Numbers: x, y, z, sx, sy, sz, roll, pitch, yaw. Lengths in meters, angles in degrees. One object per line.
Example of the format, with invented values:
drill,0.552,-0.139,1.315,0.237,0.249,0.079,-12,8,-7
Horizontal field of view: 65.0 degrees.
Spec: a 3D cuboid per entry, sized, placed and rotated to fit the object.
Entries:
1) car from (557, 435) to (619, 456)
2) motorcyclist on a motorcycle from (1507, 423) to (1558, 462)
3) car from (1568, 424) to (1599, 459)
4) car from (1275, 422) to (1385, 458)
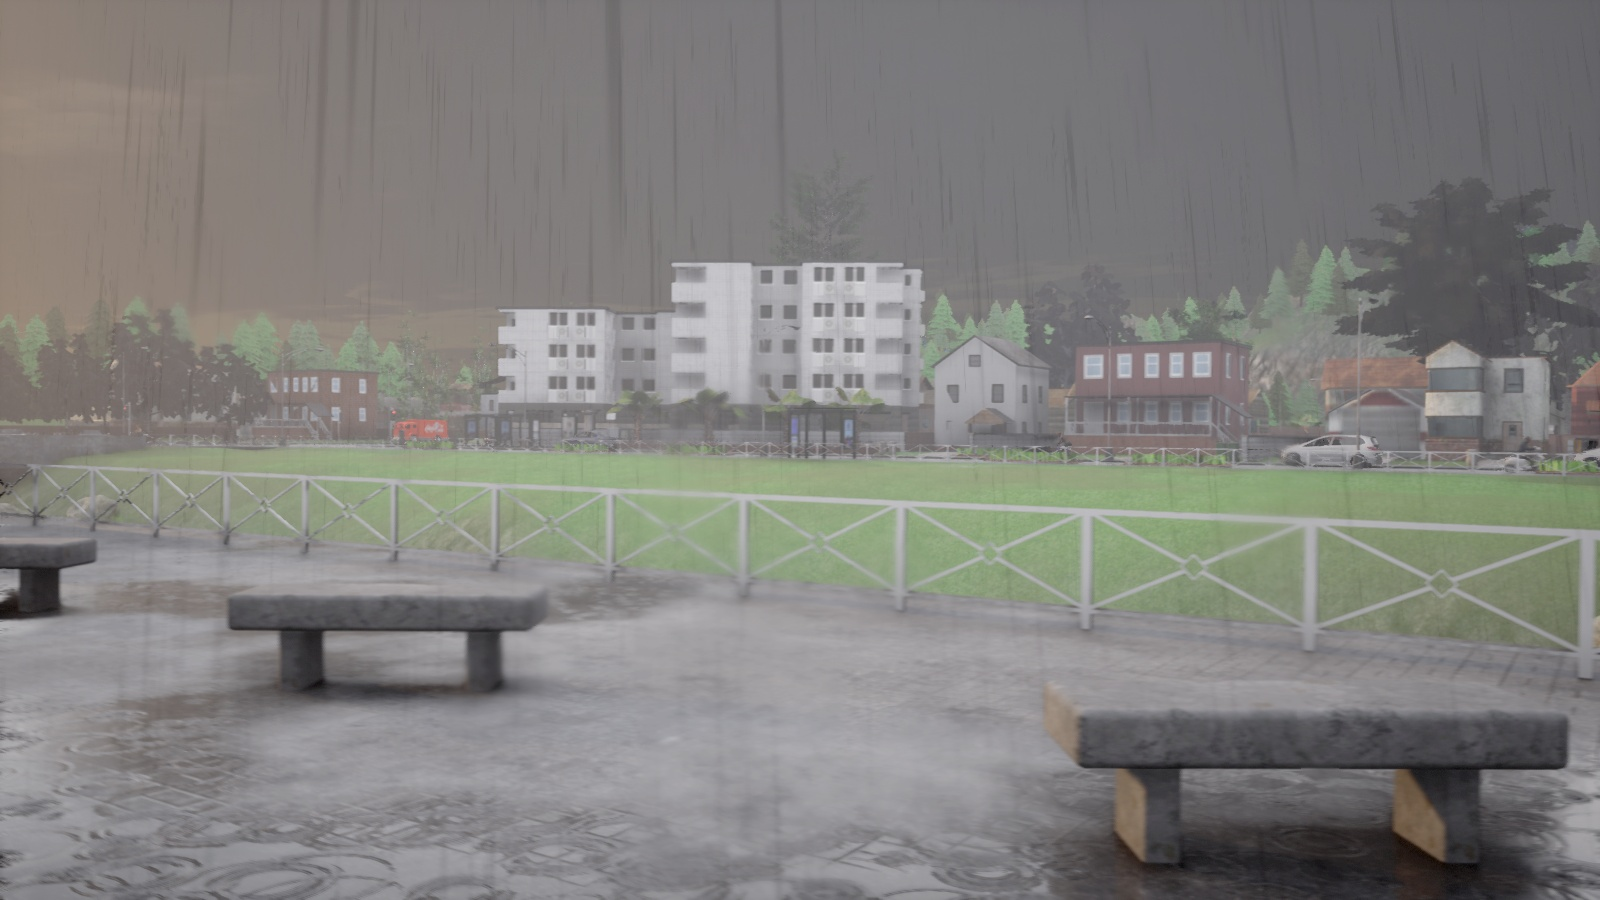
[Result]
car,-14.882,-0.324,88.187,4.193,1.474,1.816,0,1,34
motorcyclist on a motorcycle,30.885,-0.318,52.963,1.817,1.590,0.866,0,1,34
car,35.950,-0.390,54.399,4.514,1.525,2.007,0,1,34
car,25.786,-0.493,61.152,4.611,1.667,2.242,0,1,34
